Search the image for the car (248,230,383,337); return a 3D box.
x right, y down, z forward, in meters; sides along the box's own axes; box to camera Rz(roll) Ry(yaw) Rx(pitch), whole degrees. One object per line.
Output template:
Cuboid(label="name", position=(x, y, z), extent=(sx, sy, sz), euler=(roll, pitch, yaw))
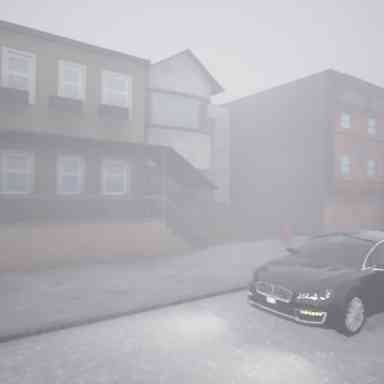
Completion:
Cuboid(label="car", position=(3.303, 1.591, 6.904), extent=(4.892, 1.490, 1.837), euler=(1, -1, -35))
